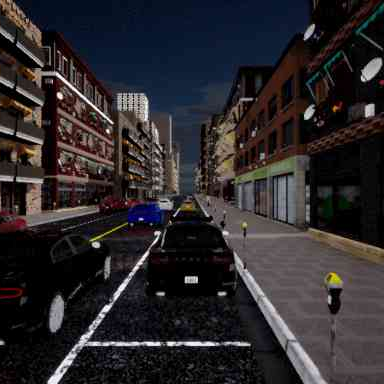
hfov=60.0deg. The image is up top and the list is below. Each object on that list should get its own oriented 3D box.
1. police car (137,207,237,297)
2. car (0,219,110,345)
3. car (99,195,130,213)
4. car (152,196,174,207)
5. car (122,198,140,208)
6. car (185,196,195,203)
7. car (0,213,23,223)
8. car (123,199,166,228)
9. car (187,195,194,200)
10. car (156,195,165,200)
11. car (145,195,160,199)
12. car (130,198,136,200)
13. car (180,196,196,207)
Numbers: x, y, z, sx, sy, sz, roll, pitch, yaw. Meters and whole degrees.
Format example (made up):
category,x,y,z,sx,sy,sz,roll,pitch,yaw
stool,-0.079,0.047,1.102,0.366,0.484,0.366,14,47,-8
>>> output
category,x,y,z,sx,sy,sz,roll,pitch,yaw
police car,-0.011,1.425,8.759,1.930,1.638,5.238,0,0,0
car,-3.033,1.478,6.601,1.882,1.535,5.008,0,0,0
car,-8.833,1.314,37.157,2.192,1.841,5.009,0,0,0
car,-3.145,1.525,38.100,1.812,1.442,4.674,0,0,0
car,-8.834,1.543,48.430,1.887,1.381,4.507,0,0,0
car,-0.453,1.545,70.970,2.008,1.369,4.403,0,0,0
car,-8.835,1.583,14.612,1.802,1.307,4.206,0,0,0
car,-3.045,1.478,22.374,1.882,1.535,5.008,0,0,0
car,-0.452,1.513,93.685,1.752,1.417,4.829,0,0,0
car,-8.834,1.539,93.519,2.008,1.369,4.403,0,0,0
car,-6.146,1.531,48.527,1.812,1.442,4.674,0,0,0
car,-8.834,1.439,42.793,1.967,1.590,4.097,0,0,0
car,-0.454,1.525,37.323,1.752,1.417,4.829,0,0,0
